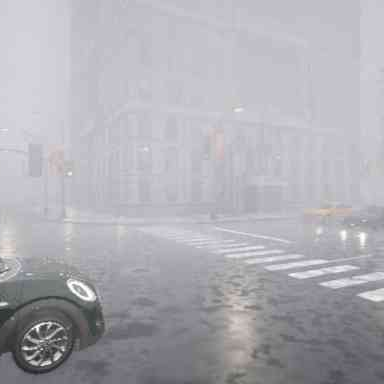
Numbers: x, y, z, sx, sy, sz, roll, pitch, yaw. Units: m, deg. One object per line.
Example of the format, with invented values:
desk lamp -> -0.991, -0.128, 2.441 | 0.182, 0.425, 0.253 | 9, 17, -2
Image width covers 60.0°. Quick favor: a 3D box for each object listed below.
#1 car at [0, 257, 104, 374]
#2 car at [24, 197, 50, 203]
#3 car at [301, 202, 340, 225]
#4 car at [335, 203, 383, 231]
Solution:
car -> -3.523, 1.339, 4.296 | 4.553, 1.767, 2.097 | 0, 0, -29
car -> -31.389, 1.603, 67.199 | 4.718, 1.301, 1.895 | 0, 0, -28
car -> 10.101, 1.482, 24.001 | 5.008, 1.535, 1.882 | 0, 0, -29
car -> 11.783, 1.551, 20.935 | 5.357, 1.411, 2.033 | 0, 0, -29
